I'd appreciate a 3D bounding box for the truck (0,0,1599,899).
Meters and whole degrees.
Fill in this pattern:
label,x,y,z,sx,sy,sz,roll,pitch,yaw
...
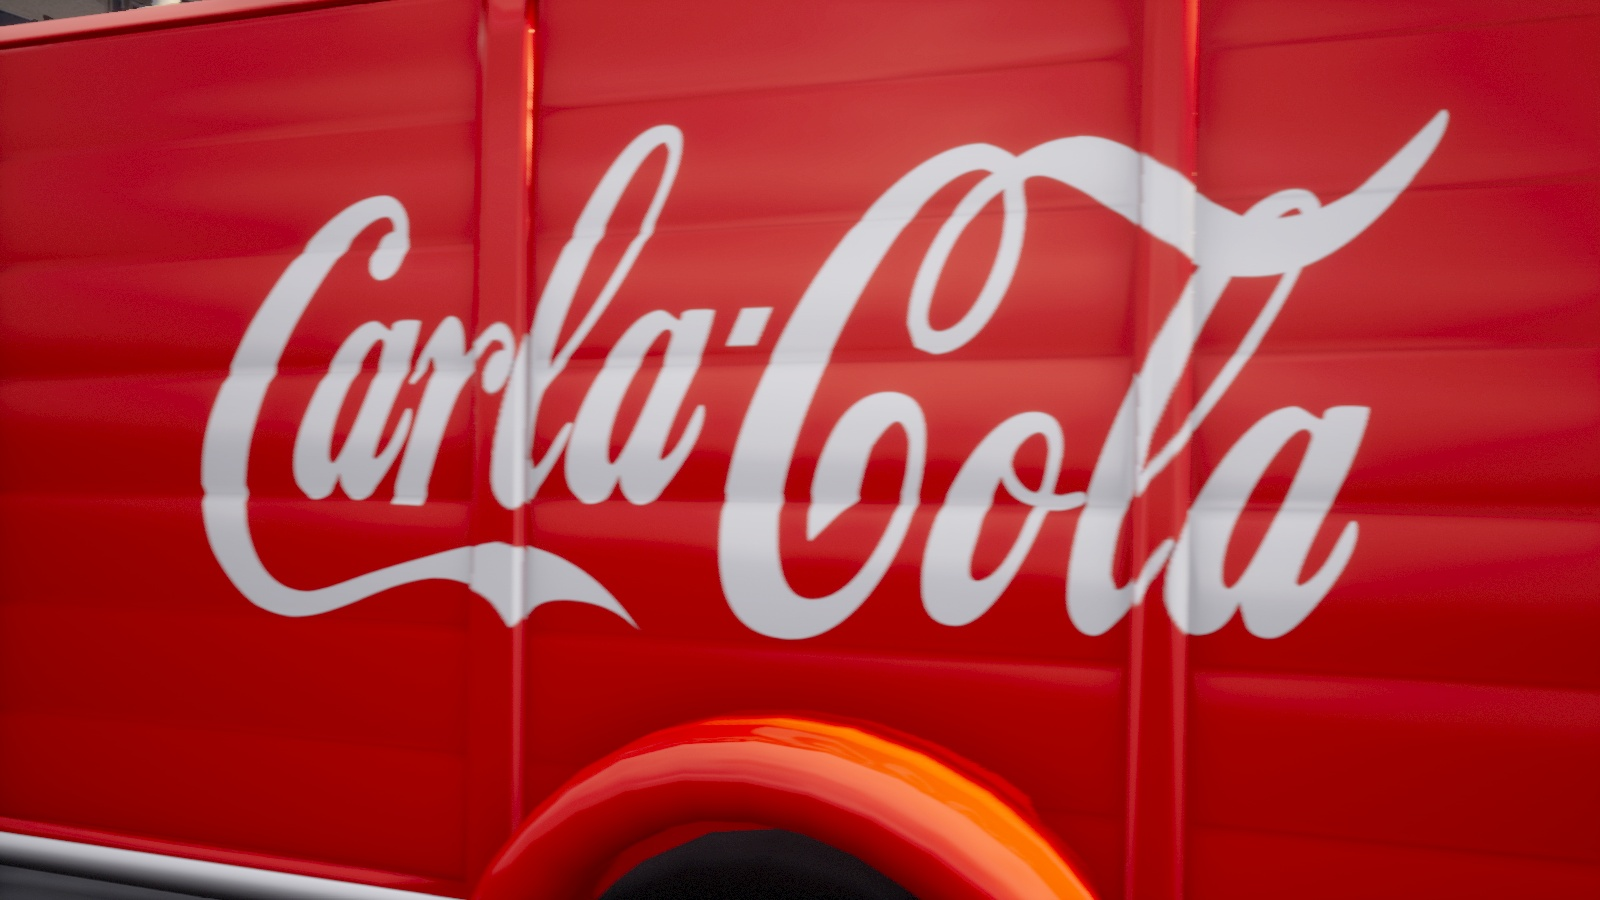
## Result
label,x,y,z,sx,sy,sz,roll,pitch,yaw
truck,-0.894,0.281,3.487,5.204,2.467,2.627,1,1,19
